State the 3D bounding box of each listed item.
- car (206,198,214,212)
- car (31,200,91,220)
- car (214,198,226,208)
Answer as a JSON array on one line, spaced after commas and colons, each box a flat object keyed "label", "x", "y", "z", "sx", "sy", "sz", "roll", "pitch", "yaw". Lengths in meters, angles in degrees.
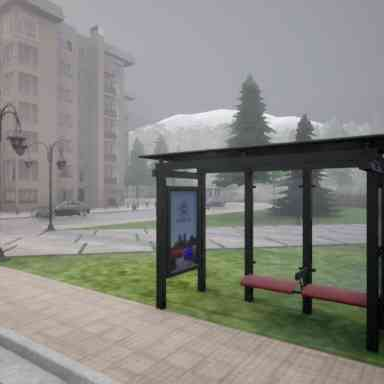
[{"label": "car", "x": -0.124, "y": 1.530, "z": 36.247, "sx": 2.033, "sy": 1.411, "sz": 5.357, "roll": 0, "pitch": 0, "yaw": 36}, {"label": "car", "x": -10.833, "y": 1.474, "z": 27.790, "sx": 2.128, "sy": 1.511, "sz": 4.902, "roll": 0, "pitch": 0, "yaw": 36}, {"label": "car", "x": 2.740, "y": 1.530, "z": 46.430, "sx": 2.033, "sy": 1.411, "sz": 5.357, "roll": 0, "pitch": 0, "yaw": 36}]
